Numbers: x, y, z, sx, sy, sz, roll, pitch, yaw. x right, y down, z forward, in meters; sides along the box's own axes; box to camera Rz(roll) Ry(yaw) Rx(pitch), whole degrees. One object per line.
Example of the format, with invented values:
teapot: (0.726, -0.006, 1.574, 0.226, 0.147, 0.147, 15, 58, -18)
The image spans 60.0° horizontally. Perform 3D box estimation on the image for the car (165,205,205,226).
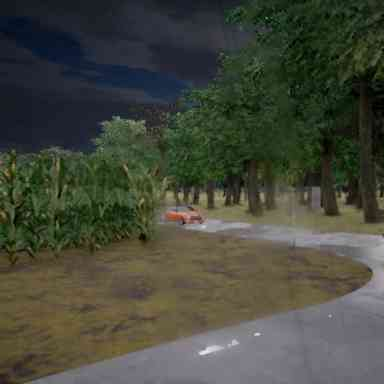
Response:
car: (-0.712, 1.997, 30.035, 2.097, 1.767, 4.553, -1, -1, -29)

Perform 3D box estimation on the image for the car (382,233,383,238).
car: (10.695, 1.726, 14.103, 2.033, 1.411, 5.357, -1, -1, -9)
